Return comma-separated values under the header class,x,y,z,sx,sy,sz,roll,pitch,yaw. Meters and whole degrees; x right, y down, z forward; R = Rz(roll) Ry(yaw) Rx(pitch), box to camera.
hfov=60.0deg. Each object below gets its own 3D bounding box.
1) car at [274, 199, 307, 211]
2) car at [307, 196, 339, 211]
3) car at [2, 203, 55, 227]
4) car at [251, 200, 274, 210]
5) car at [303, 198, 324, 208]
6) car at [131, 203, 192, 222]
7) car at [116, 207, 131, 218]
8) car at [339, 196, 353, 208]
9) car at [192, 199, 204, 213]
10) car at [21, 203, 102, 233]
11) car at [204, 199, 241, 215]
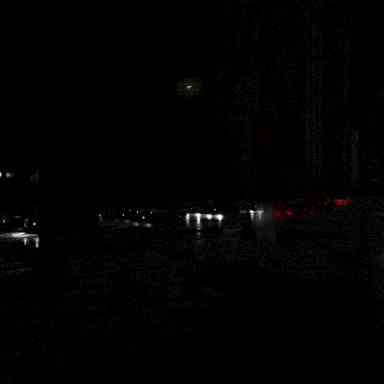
class,x,y,z,sx,sy,sz,roll,pitch,yaw
car,12.354,1.581,41.620,1.812,1.442,4.674,0,0,36
car,16.563,1.417,41.822,2.097,1.767,4.553,0,0,36
car,-9.862,1.495,22.080,2.128,1.511,4.902,0,0,36
car,9.346,1.540,43.180,2.128,1.511,4.902,0,0,36
car,18.338,1.596,50.037,1.812,1.442,4.674,0,0,36
car,-2.373,1.621,26.937,1.895,1.301,4.718,0,0,36
car,-4.458,1.616,29.603,1.895,1.301,4.718,0,0,36
car,23.469,1.434,51.444,2.097,1.767,4.553,0,0,36
car,1.350,1.555,37.686,1.812,1.442,4.674,0,0,36
car,-7.469,1.573,19.838,1.994,1.385,4.181,0,0,36
car,3.477,1.598,35.065,1.994,1.385,4.181,0,0,36
